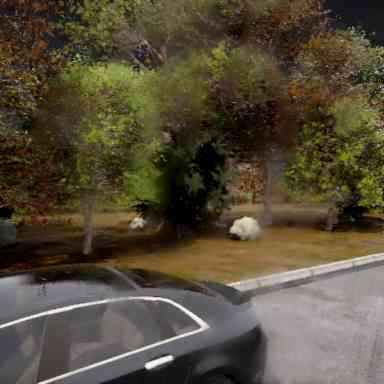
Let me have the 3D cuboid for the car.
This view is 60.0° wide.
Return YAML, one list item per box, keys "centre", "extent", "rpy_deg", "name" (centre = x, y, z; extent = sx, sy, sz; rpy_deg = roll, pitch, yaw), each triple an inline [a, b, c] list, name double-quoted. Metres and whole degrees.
- centre: [-1.494, 1.480, 2.639]
  extent: [4.892, 1.490, 1.837]
  rpy_deg: [0, 0, -35]
  name: "car"
